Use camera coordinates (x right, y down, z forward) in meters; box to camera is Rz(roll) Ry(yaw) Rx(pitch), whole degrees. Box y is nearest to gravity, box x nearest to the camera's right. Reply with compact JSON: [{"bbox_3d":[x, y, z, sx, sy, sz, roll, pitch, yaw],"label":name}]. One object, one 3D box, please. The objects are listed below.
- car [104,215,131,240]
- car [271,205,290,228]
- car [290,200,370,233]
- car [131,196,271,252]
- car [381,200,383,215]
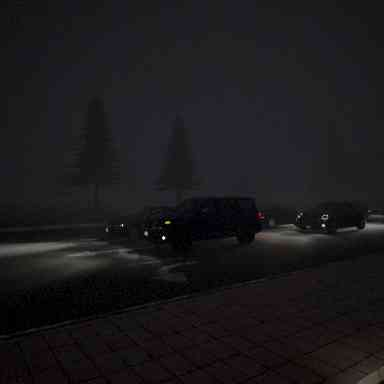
[{"bbox_3d":[-1.911,1.492,16.740,4.902,1.511,2.128,0,0,-35],"label":"car"},{"bbox_3d":[5.350,1.564,21.921,4.181,1.385,1.994,0,0,-36],"label":"car"},{"bbox_3d":[8.252,1.352,19.685,4.553,1.767,2.097,0,0,-35],"label":"car"},{"bbox_3d":[0.538,1.221,14.195,5.566,2.045,2.150,0,0,-34],"label":"car"},{"bbox_3d":[20.780,1.505,32.822,4.892,1.490,1.837,0,0,-35],"label":"car"}]
